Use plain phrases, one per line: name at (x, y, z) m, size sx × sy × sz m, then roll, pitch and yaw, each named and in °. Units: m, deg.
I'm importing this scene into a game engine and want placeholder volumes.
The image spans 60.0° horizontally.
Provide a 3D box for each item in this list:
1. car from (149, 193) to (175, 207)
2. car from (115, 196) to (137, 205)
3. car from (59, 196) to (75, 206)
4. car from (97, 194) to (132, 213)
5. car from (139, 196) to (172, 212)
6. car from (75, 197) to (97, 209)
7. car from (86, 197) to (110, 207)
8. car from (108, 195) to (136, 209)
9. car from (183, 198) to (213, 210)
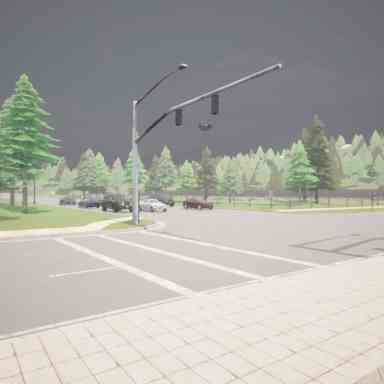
car at (-4.826, 1.221, 50.831) m, size 2.150 × 2.045 × 5.566 m, roll 0°, pitch 0°, yaw -35°
car at (-12.374, 1.547, 61.646) m, size 2.033 × 1.411 × 5.357 m, roll 0°, pitch 0°, yaw -35°
car at (-20.571, 1.505, 55.008) m, size 1.837 × 1.490 × 4.892 m, roll 0°, pitch 0°, yaw -35°
car at (-8.506, 1.221, 37.825) m, size 2.150 × 2.045 × 5.566 m, roll 0°, pitch 0°, yaw -36°
car at (-4.637, 1.525, 38.424) m, size 1.812 × 1.442 × 4.674 m, roll 0°, pitch 0°, yaw -35°
car at (-14.192, 1.600, 45.898) m, size 1.895 × 1.301 × 4.718 m, roll 0°, pitch 0°, yaw -35°
car at (-15.147, 1.547, 53.353) m, size 2.033 × 1.411 × 5.357 m, roll 0°, pitch 0°, yaw -35°
car at (-9.691, 1.351, 45.582) m, size 2.097 × 1.767 × 4.553 m, roll 0°, pitch 0°, yaw -35°
car at (0.750, 1.477, 42.900) m, size 1.882 × 1.535 × 5.008 m, roll 0°, pitch 0°, yaw -35°
